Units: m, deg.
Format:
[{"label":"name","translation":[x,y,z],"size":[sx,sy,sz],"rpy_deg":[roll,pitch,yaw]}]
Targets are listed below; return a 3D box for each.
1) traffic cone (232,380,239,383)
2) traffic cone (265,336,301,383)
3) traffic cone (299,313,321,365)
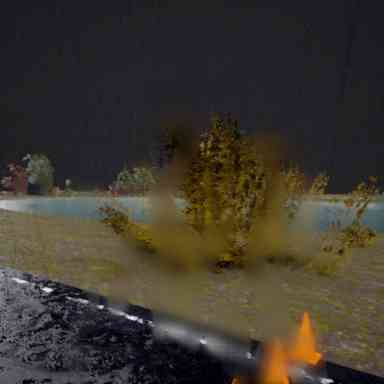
[{"label":"traffic cone","translation":[0.377,1.944,2.909],"size":[0.340,0.580,0.340],"rpy_deg":[1,0,36]},{"label":"traffic cone","translation":[0.960,1.945,3.722],"size":[0.340,0.580,0.340],"rpy_deg":[1,0,36]},{"label":"traffic cone","translation":[1.543,1.947,4.534],"size":[0.340,0.580,0.340],"rpy_deg":[1,0,36]}]
